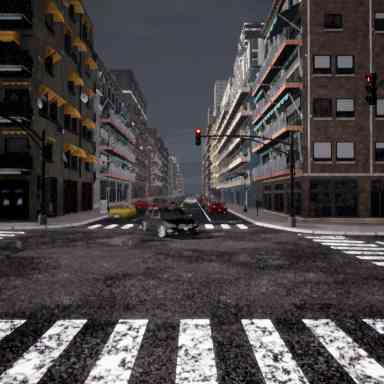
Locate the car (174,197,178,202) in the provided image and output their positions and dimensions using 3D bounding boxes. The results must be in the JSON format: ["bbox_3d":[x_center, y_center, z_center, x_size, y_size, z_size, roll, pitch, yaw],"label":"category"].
[{"bbox_3d":[-3.261,1.563,54.551,2.033,1.411,5.357,0,0,0],"label":"car"}]

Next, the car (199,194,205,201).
[{"bbox_3d":[2.724,1.380,81.893,2.097,1.767,4.553,0,0,0],"label":"car"}]

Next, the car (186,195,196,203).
[{"bbox_3d":[-0.235,1.478,69.837,2.128,1.511,4.902,0,0,0],"label":"car"}]

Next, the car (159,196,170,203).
[{"bbox_3d":[-5.927,1.568,72.230,1.887,1.381,4.507,1,0,0],"label":"car"}]

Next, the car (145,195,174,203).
[{"bbox_3d":[-3.215,1.360,33.735,2.097,1.767,4.553,0,0,0],"label":"car"}]

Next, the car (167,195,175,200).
[{"bbox_3d":[-6.001,1.587,94.323,2.008,1.369,4.403,1,0,0],"label":"car"}]

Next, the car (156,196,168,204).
[{"bbox_3d":[-5.908,1.571,66.706,2.008,1.369,4.403,1,0,0],"label":"car"}]

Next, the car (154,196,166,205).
[{"bbox_3d":[-5.889,1.543,61.013,1.752,1.417,4.829,1,0,0],"label":"car"}]

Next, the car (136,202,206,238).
[{"bbox_3d":[-1.306,1.510,17.852,1.837,1.490,4.892,-2,0,-25],"label":"car"}]

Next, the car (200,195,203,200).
[{"bbox_3d":[2.528,1.596,50.150,1.802,1.307,4.206,1,0,0],"label":"car"}]

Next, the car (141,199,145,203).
[{"bbox_3d":[-5.815,1.554,39.089,1.887,1.381,4.507,1,0,0],"label":"car"}]

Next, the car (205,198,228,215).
[{"bbox_3d":[2.585,1.553,33.579,1.887,1.381,4.507,1,0,0],"label":"car"}]

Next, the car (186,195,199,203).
[{"bbox_3d":[-0.201,1.618,59.861,1.895,1.301,4.718,0,0,0],"label":"car"}]

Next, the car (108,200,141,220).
[{"bbox_3d":[-5.776,1.532,27.872,1.752,1.417,4.829,1,0,0],"label":"car"}]

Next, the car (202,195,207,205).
[{"bbox_3d":[2.567,1.450,39.103,1.967,1.590,4.097,1,0,0],"label":"car"}]
